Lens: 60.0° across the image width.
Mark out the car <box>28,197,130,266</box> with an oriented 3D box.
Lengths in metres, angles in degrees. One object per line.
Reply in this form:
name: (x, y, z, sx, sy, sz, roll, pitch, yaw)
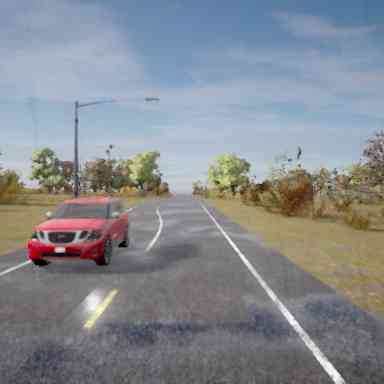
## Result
car: (-3.644, 1.223, 11.863, 2.150, 2.045, 5.566, 0, 0, -1)
